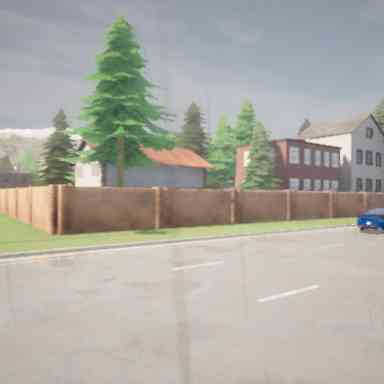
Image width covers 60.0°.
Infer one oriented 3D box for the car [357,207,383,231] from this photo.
[{"bbox_3d":[12.557,1.729,21.292,5.008,1.535,1.882,0,0,-35],"label":"car"}]
